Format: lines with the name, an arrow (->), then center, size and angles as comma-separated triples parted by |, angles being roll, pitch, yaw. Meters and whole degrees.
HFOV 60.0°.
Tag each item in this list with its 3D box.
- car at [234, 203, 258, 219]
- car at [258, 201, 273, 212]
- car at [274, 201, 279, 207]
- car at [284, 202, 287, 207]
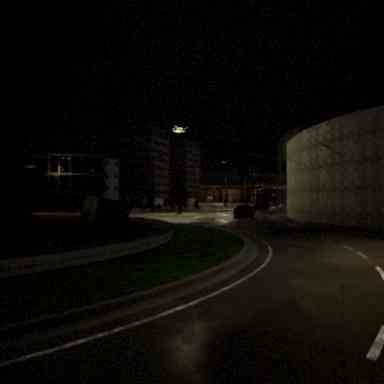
car -> 5.823, 2.231, 37.441 | 1.882, 1.535, 5.008 | -1, -1, 2
car -> 12.129, 2.629, 57.728 | 1.882, 1.535, 5.008 | -1, -1, 24
car -> 21.018, 3.155, 85.256 | 2.128, 1.511, 4.902 | -1, -1, 25
car -> 24.540, 3.143, 84.521 | 1.882, 1.535, 5.008 | -1, -1, 25
